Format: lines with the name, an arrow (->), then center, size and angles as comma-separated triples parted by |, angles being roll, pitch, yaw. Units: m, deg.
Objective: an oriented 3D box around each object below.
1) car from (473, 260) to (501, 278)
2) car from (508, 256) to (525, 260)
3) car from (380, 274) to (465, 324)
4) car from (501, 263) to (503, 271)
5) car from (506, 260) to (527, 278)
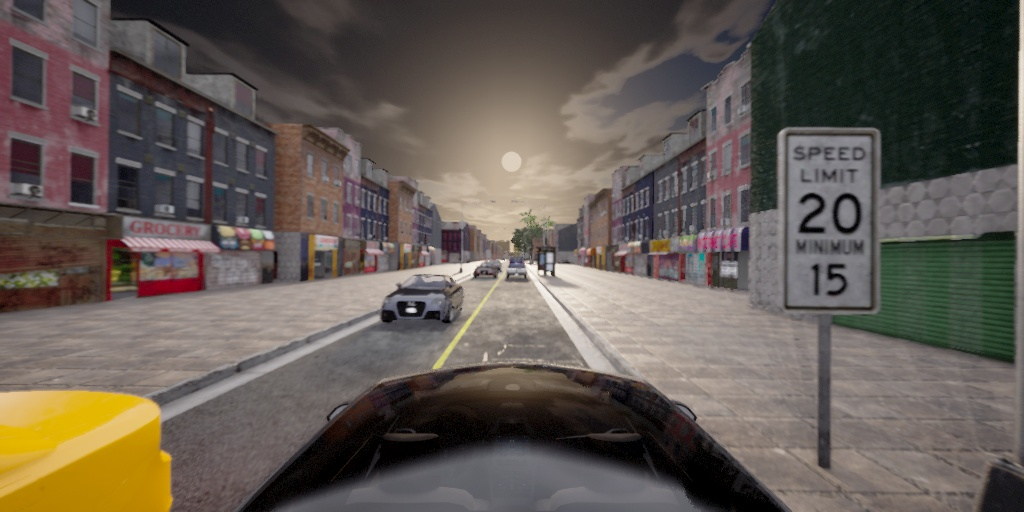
car -> -2.399, 1.294, 33.413 | 1.994, 1.385, 4.181 | 1, 0, 1
car -> 0.657, 0.998, 50.227 | 2.150, 2.045, 5.566 | 1, 0, 1
car -> -2.746, 1.284, 11.793 | 1.994, 1.385, 4.181 | 1, 0, 0
car -> -2.233, 1.271, 46.180 | 1.837, 1.490, 4.892 | 1, 0, 1
car -> 0.439, 1.359, 33.808 | 1.895, 1.301, 4.718 | 1, 0, 1
